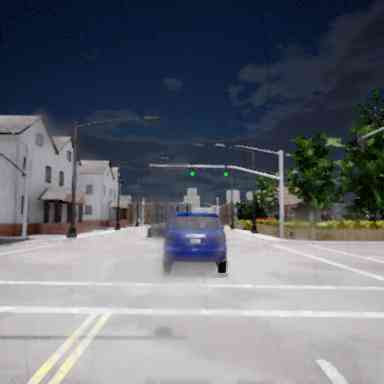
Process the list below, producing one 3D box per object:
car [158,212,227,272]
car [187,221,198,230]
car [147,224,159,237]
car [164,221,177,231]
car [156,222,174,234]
[{"bbox_3d":[0.115,1.856,13.127,2.150,2.045,5.566,1,-5,0],"label":"car"},{"bbox_3d":[0.066,6.000,60.308,1.837,1.490,4.892,0,-5,0],"label":"car"},{"bbox_3d":[-3.593,4.044,35.189,1.895,1.301,4.718,0,-5,0],"label":"car"},{"bbox_3d":[-3.525,5.550,55.018,1.837,1.490,4.892,0,-5,0],"label":"car"},{"bbox_3d":[-3.582,4.770,44.838,2.033,1.411,5.357,0,-5,0],"label":"car"}]
